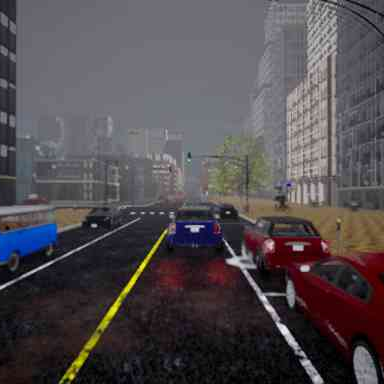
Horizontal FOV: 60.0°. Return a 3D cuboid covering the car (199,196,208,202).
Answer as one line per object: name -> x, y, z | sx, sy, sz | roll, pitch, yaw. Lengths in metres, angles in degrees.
car -> 2.717, 1.615, 81.698 | 2.008, 1.369, 4.403 | 0, 0, 0

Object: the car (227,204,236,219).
car -> 2.702, 1.587, 27.016 | 1.947, 1.339, 4.313 | 0, 0, 0

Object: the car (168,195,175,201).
car -> -5.659, 1.599, 92.630 | 1.752, 1.417, 4.829 | 0, 0, 0

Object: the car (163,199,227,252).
car -> 0.104, 1.365, 13.981 | 2.097, 1.767, 4.553 | 0, 0, 0

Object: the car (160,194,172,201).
car -> -5.666, 1.366, 65.045 | 2.192, 1.841, 5.009 | 0, 0, 0

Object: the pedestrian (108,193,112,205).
pedestrian -> -12.734, 1.077, 51.501 | 0.375, 1.860, 0.375 | 0, -1, -1

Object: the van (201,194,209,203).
van -> 2.716, 1.397, 70.596 | 1.690, 1.788, 3.998 | 0, 0, 0

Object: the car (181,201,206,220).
car -> 0.110, 1.570, 29.222 | 2.033, 1.411, 5.357 | 0, 0, 0

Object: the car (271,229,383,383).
car -> 2.695, 1.549, 4.859 | 1.887, 1.381, 4.507 | 0, 0, 0

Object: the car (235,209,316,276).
car -> 2.698, 1.448, 10.398 | 1.967, 1.590, 4.097 | 0, 0, 0

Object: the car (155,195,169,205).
car -> -5.669, 1.629, 59.494 | 1.802, 1.307, 4.206 | 0, 0, 0

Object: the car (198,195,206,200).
car -> 2.721, 1.640, 92.800 | 1.947, 1.339, 4.313 | 0, 0, 0

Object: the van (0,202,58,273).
van -> -5.682, 1.349, 10.400 | 1.690, 1.788, 3.998 | 0, 0, 0

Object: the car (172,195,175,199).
car -> -5.664, 1.611, 76.147 | 2.008, 1.369, 4.403 | 0, 0, 0

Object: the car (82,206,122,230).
car -> -5.680, 1.583, 21.478 | 1.947, 1.339, 4.313 | 0, 0, 0

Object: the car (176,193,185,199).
car -> -2.974, 1.296, 89.021 | 2.150, 2.045, 5.566 | 0, 0, 0

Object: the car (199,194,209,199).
car -> 2.713, 1.576, 65.215 | 1.752, 1.417, 4.829 | 0, 0, 0

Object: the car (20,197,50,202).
car -> -22.799, 1.377, 48.423 | 4.206, 1.307, 1.802 | 1, -1, -1
